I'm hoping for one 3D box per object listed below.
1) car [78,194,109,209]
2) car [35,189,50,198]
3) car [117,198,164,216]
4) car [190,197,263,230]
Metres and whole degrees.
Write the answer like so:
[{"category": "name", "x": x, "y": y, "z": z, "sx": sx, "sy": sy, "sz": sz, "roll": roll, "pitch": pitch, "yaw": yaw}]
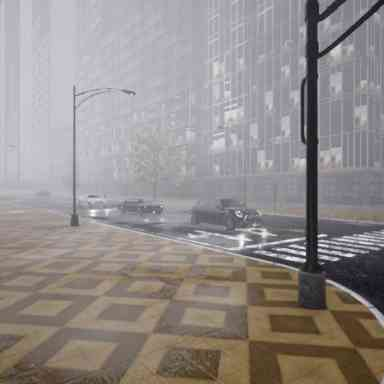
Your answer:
[{"category": "car", "x": -10.501, "y": 0.910, "z": 34.966, "sx": 1.812, "sy": 1.442, "sz": 4.674, "roll": 0, "pitch": 1, "yaw": -38}, {"category": "car", "x": -28.603, "y": 0.236, "z": 63.592, "sx": 1.882, "sy": 1.535, "sz": 5.008, "roll": 0, "pitch": 1, "yaw": -38}, {"category": "car", "x": -4.254, "y": 1.170, "z": 27.019, "sx": 1.895, "sy": 1.301, "sz": 4.718, "roll": 0, "pitch": 1, "yaw": -38}, {"category": "car", "x": 1.906, "y": 1.103, "z": 19.216, "sx": 2.097, "sy": 1.767, "sz": 4.553, "roll": 0, "pitch": 1, "yaw": -38}]
